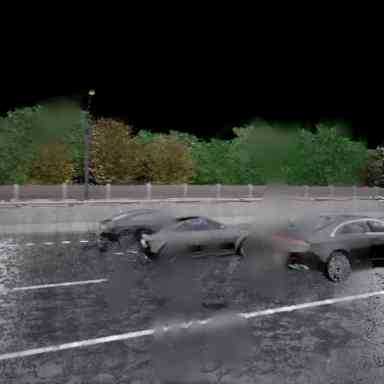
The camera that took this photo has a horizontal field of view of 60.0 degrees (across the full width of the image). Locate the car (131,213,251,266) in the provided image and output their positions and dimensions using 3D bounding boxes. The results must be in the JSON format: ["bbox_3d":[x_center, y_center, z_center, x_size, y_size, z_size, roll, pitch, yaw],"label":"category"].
[{"bbox_3d":[0.306,1.508,11.232,4.181,1.385,1.994,-1,0,-21],"label":"car"}]

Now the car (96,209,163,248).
[{"bbox_3d":[-1.667,1.474,14.216,4.674,1.442,1.812,0,0,-21],"label":"car"}]

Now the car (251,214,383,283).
[{"bbox_3d":[4.381,1.369,9.084,4.902,1.511,2.128,-1,0,-21],"label":"car"}]
